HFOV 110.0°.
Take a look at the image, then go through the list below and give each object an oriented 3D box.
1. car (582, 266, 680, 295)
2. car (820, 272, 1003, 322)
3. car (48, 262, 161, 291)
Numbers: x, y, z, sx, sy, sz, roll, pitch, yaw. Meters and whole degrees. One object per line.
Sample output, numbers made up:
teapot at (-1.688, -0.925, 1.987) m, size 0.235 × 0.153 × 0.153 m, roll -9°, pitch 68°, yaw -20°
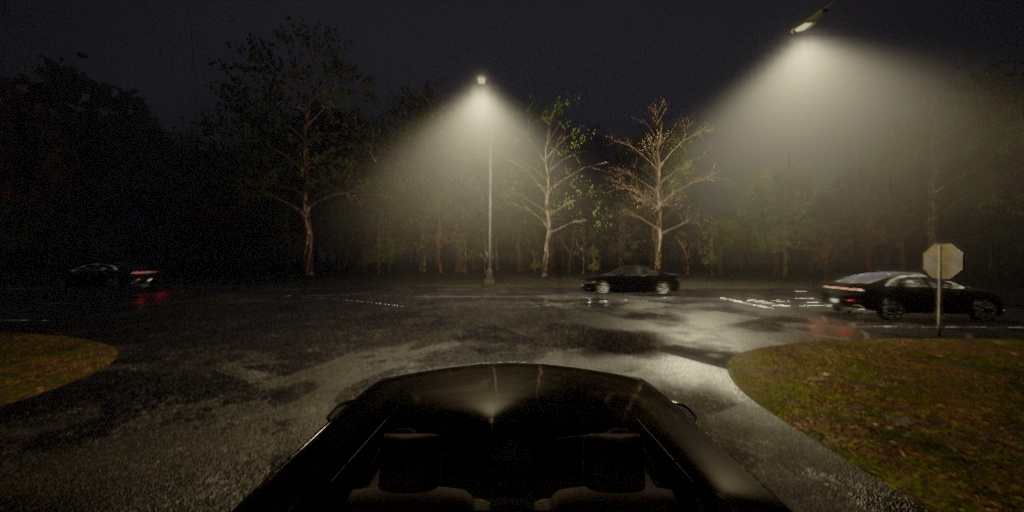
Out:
car at (6.253, 1.278, 19.135) m, size 5.008 × 1.535 × 1.882 m, roll 0°, pitch 0°, yaw 0°
car at (13.295, 1.299, 12.082) m, size 4.902 × 1.511 × 2.128 m, roll 0°, pitch 0°, yaw 0°
car at (-22.039, 1.079, 19.485) m, size 4.902 × 1.511 × 2.128 m, roll 0°, pitch 0°, yaw 1°
